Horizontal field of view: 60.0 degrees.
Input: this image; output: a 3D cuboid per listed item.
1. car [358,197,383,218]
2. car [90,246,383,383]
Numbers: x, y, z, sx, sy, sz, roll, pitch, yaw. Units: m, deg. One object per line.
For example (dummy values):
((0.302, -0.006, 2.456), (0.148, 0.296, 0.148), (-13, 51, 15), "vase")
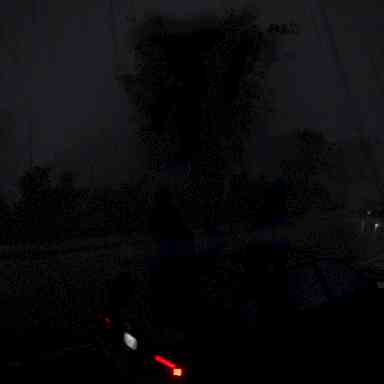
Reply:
((16.529, 1.501, 30.227), (2.128, 1.511, 4.902), (0, 0, 37), "car")
((1.352, 1.554, 4.907), (5.357, 1.411, 2.033), (0, 0, -38), "car")
